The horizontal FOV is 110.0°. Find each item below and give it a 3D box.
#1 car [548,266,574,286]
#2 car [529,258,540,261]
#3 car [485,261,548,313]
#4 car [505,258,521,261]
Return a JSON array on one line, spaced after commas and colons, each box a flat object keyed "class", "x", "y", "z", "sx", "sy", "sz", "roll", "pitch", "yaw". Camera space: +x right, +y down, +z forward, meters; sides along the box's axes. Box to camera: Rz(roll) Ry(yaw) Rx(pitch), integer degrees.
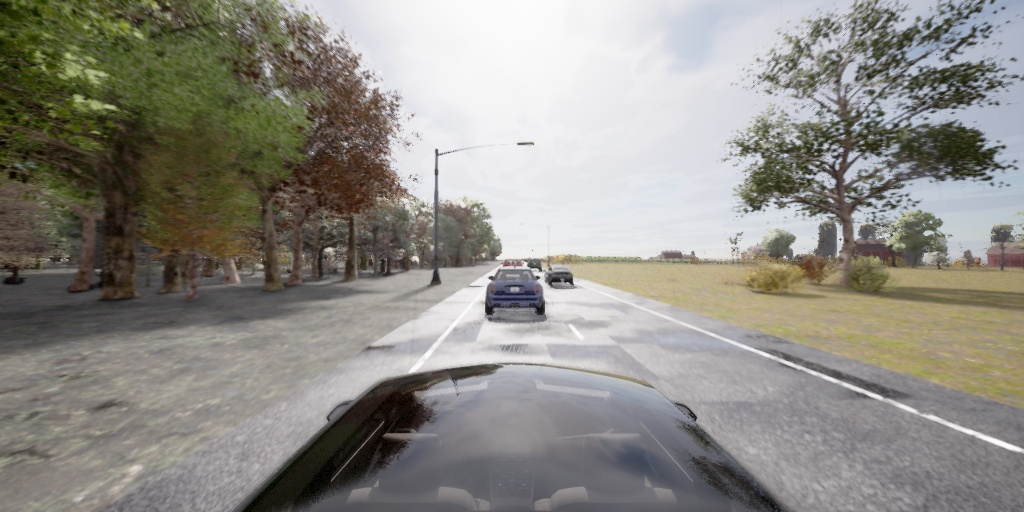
[{"class": "car", "x": 3.592, "y": 1.469, "z": 27.912, "sx": 1.837, "sy": 1.490, "sz": 4.892, "roll": 0, "pitch": 0, "yaw": 0}, {"class": "car", "x": 3.582, "y": 1.419, "z": 58.429, "sx": 2.150, "sy": 2.045, "sz": 5.566, "roll": 0, "pitch": 0, "yaw": 0}, {"class": "car", "x": 0.096, "y": 1.209, "z": 14.603, "sx": 2.097, "sy": 1.767, "sz": 4.553, "roll": 0, "pitch": -1, "yaw": 0}, {"class": "car", "x": 0.088, "y": 1.264, "z": 38.083, "sx": 2.150, "sy": 2.045, "sz": 5.566, "roll": 0, "pitch": 0, "yaw": 0}]
